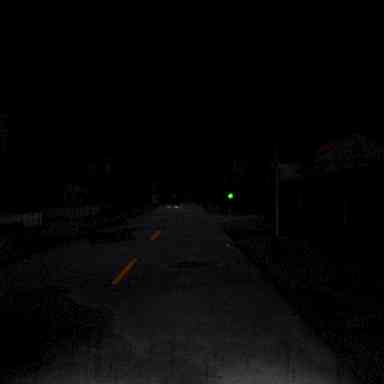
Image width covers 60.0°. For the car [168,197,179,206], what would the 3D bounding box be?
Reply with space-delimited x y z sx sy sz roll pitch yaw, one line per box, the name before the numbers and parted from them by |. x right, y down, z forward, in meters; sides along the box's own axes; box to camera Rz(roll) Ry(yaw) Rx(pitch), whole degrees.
car | -4.029 2.219 72.361 2.150 2.045 5.566 0 -1 0
